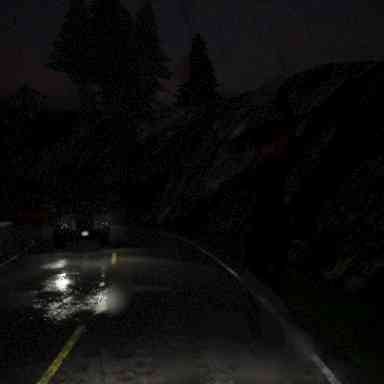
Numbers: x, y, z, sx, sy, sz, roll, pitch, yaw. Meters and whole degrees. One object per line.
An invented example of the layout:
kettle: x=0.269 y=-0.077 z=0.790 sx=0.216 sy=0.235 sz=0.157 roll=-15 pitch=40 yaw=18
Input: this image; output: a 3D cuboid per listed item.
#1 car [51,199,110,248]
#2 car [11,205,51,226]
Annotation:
car: x=-5.441 y=1.359 z=16.002 sx=2.150 sy=2.045 sz=5.566 roll=0 pitch=-1 yaw=-24
car: x=-10.626 y=1.682 z=24.056 sx=5.008 sy=1.535 sz=1.882 roll=0 pitch=-1 yaw=16
